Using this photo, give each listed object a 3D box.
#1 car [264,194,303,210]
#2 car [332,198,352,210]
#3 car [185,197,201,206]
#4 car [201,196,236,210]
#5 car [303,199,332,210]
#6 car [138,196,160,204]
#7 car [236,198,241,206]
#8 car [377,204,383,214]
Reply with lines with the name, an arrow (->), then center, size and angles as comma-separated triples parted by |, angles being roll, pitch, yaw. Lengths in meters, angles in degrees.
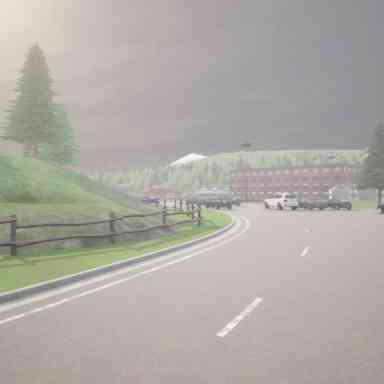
car -> 11.213, 1.217, 42.251 | 2.150, 2.045, 5.566 | 0, 0, -16
car -> 18.511, 1.521, 42.704 | 1.812, 1.442, 4.674 | 0, 0, -13
car -> 0.599, 1.560, 55.554 | 1.994, 1.385, 4.181 | 0, 0, -38
car -> 3.357, 1.349, 43.795 | 2.097, 1.767, 4.553 | 0, 0, -23
car -> 15.032, 1.543, 42.754 | 2.033, 1.411, 5.357 | 0, 0, -17
car -> -7.825, 1.475, 60.256 | 1.882, 1.535, 5.008 | 0, 0, -42
car -> 6.020, 1.522, 53.947 | 1.812, 1.442, 4.674 | 0, 0, -34
car -> 20.110, 1.473, 32.387 | 1.882, 1.535, 5.008 | 0, 0, -2
